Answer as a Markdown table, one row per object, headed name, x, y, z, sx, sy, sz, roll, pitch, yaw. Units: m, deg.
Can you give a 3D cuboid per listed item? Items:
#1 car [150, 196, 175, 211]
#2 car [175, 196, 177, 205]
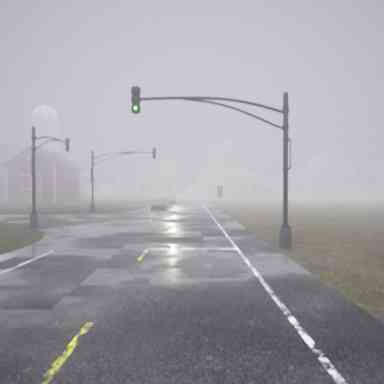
| name | x | y | z | sx | sy | sz | roll | pitch | yaw |
| --- | --- | --- | --- | --- | --- | --- | --- | --- | --- |
| car | -3.567 | 1.428 | 38.567 | 1.882 | 1.535 | 5.008 | 0 | 1 | 4 |
| car | -3.413 | 1.350 | 54.902 | 1.882 | 1.535 | 5.008 | 0 | 0 | 0 |
